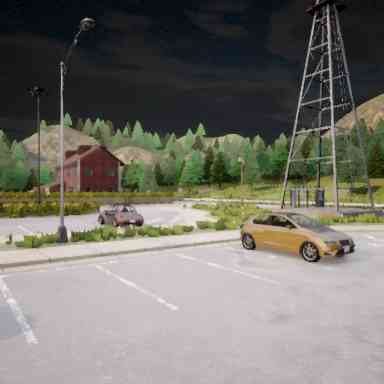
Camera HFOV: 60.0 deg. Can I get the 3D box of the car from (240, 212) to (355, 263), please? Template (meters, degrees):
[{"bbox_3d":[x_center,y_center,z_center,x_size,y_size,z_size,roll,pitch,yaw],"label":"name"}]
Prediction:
[{"bbox_3d":[3.640,1.503,12.076,1.816,1.474,4.193,0,0,-35],"label":"car"}]

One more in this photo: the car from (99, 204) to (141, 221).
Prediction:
[{"bbox_3d":[-4.746,1.518,21.905,1.784,1.438,3.905,0,0,-35],"label":"car"}]
